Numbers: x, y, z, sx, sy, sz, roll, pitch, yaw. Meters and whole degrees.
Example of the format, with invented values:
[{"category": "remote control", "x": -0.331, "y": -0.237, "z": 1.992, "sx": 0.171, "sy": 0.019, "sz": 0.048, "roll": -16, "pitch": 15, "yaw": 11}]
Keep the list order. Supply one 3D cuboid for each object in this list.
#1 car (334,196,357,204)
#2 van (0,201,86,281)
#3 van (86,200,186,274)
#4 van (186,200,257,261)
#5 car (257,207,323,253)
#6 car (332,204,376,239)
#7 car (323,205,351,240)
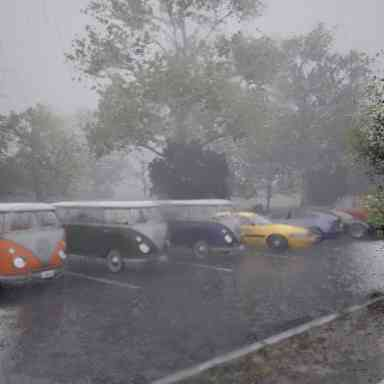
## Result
[{"category": "car", "x": 9.370, "y": 1.233, "z": 19.133, "sx": 5.566, "sy": 2.045, "sz": 2.435, "roll": -1, "pitch": 0, "yaw": 34}, {"category": "van", "x": -5.030, "y": 1.275, "z": 8.665, "sx": 4.442, "sy": 1.987, "sz": 1.878, "roll": -1, "pitch": -1, "yaw": 35}, {"category": "van", "x": -2.609, "y": 1.272, "z": 10.398, "sx": 4.442, "sy": 1.987, "sz": 1.878, "roll": -1, "pitch": -1, "yaw": 35}, {"category": "van", "x": -0.187, "y": 1.269, "z": 12.131, "sx": 4.442, "sy": 1.987, "sz": 1.878, "roll": -1, "pitch": -1, "yaw": 34}, {"category": "car", "x": 2.293, "y": 1.488, "z": 13.818, "sx": 5.366, "sy": 1.575, "sz": 1.946, "roll": -1, "pitch": -1, "yaw": 34}, {"category": "car", "x": 7.006, "y": 1.516, "z": 17.371, "sx": 4.792, "sy": 1.488, "sz": 2.163, "roll": -1, "pitch": -1, "yaw": 34}, {"category": "car", "x": 4.533, "y": 1.520, "z": 15.667, "sx": 4.792, "sy": 1.488, "sz": 2.163, "roll": -1, "pitch": -1, "yaw": 34}]
